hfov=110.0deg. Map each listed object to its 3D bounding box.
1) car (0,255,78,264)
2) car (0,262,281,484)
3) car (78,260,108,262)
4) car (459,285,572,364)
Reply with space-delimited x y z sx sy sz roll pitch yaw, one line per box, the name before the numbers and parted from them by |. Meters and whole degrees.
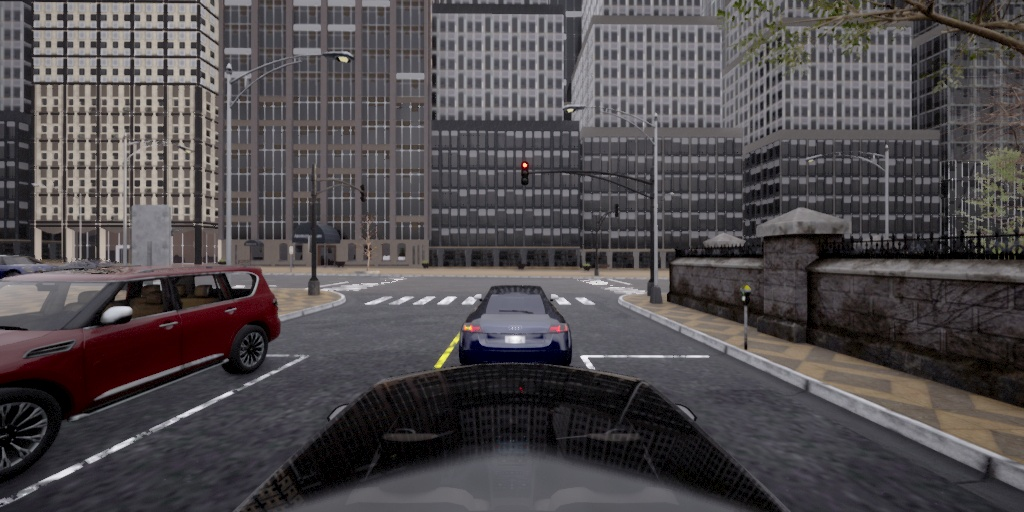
car | -29.070 0.746 20.909 4.553 1.767 2.097 1 0 -1
car | -5.364 1.064 4.749 2.192 1.841 5.009 0 0 0
car | -28.090 0.977 24.170 4.181 1.385 1.994 1 0 -1
car | 0.088 1.313 7.767 1.994 1.385 4.181 0 0 1
